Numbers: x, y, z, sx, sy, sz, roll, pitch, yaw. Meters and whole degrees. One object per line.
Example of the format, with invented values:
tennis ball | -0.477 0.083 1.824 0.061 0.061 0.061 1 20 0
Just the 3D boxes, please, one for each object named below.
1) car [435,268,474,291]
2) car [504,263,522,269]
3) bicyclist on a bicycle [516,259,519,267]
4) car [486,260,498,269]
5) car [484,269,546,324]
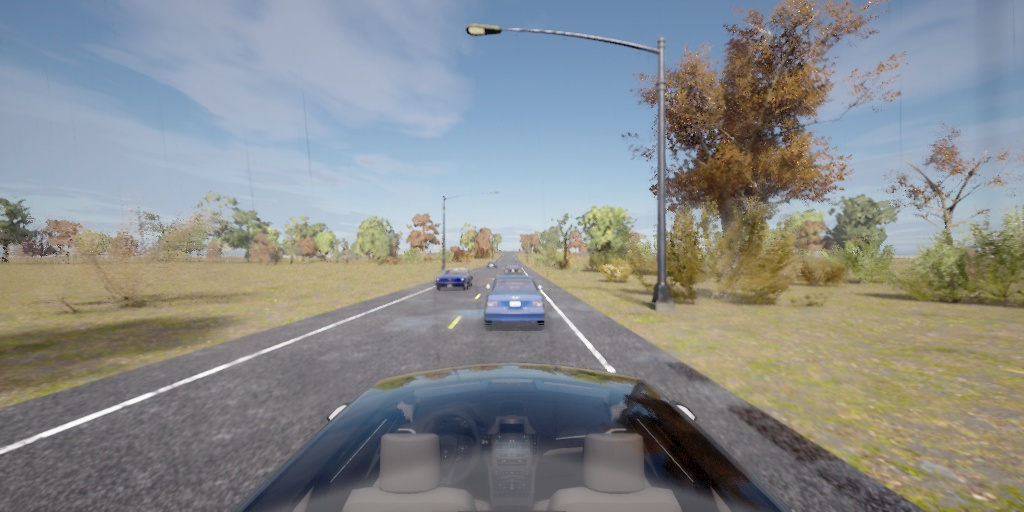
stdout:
car | -3.598 1.448 23.006 1.895 1.301 4.718 0 0 0
car | 0.103 1.451 36.034 2.033 1.411 5.357 0 0 0
bicyclist on a bicycle | 0.967 1.444 58.466 0.582 1.620 1.656 0 -1 0
car | -3.538 1.505 64.264 2.128 1.511 4.902 0 0 1
car | 0.085 1.345 12.133 2.033 1.411 5.357 0 0 0
